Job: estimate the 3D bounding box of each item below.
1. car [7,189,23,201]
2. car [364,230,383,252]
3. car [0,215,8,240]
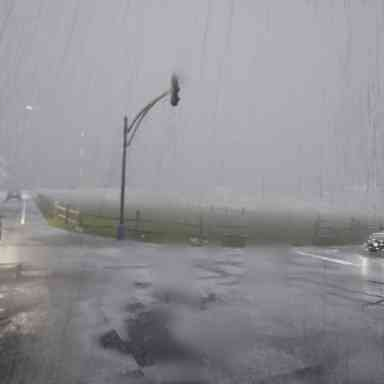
[{"bbox_3d":[-30.573,0.461,57.351,2.150,2.045,5.566,3,0,-26],"label":"car"},{"bbox_3d":[10.987,2.420,17.004,4.892,1.490,1.837,3,-2,-26],"label":"car"},{"bbox_3d":[-8.161,1.277,12.361,1.837,1.490,4.892,3,0,-26],"label":"car"}]
